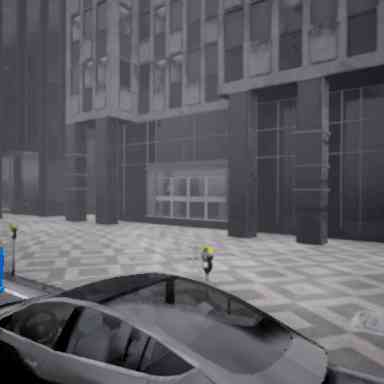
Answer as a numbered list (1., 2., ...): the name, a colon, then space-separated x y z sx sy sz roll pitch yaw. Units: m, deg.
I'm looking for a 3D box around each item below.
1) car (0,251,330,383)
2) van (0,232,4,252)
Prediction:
1. car: -0.835 1.549 3.441 4.313 1.339 1.947 0 0 35
2. van: -5.425 1.288 6.713 3.998 1.788 1.690 0 0 35
